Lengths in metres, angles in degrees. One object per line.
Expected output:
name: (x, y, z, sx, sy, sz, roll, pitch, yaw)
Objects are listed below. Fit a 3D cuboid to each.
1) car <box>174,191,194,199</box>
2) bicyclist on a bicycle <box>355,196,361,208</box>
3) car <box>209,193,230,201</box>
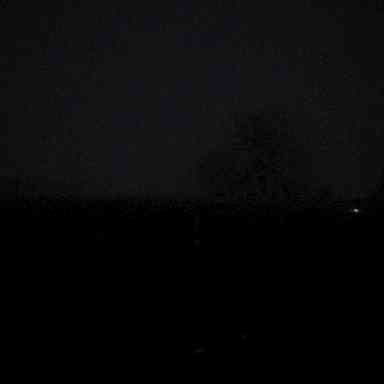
car: (-1.766, 0.540, 69.150, 2.033, 1.411, 5.357, 0, 1, -35)
bicyclist on a bicycle: (21.131, 1.269, 42.454, 1.656, 1.620, 0.582, 0, 1, -36)
car: (5.009, 0.830, 59.729, 1.812, 1.442, 4.674, 0, 1, -35)
